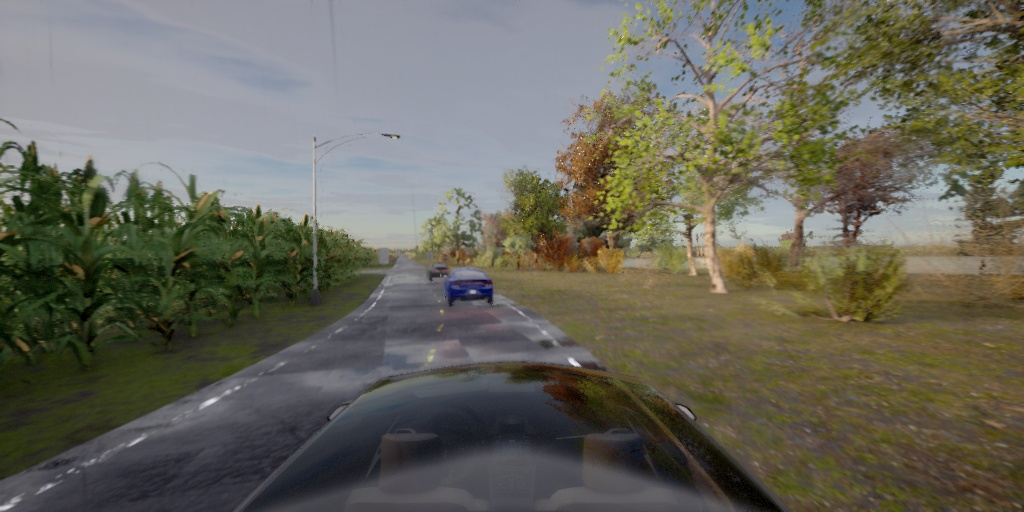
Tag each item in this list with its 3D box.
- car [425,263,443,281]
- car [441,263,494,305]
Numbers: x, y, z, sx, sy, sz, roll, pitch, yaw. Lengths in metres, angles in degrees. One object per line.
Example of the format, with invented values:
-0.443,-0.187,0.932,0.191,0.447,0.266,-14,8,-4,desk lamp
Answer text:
-6.582,1.369,32.055,1.837,1.490,4.892,-1,0,-17,car
-2.102,1.284,16.569,1.882,1.535,5.008,0,0,-13,car
